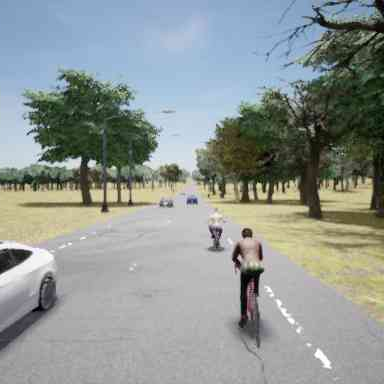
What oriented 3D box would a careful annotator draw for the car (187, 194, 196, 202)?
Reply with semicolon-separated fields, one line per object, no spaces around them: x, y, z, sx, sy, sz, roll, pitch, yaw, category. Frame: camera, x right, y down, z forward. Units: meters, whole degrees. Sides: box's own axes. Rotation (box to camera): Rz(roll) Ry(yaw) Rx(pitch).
-0.081;1.356;76.779;1.882;1.535;5.008;0;0;0;car

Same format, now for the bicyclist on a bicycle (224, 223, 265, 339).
0.957;1.444;5.608;0.582;1.620;1.656;0;0;0;bicyclist on a bicycle

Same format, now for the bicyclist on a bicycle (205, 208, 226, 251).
0.944;1.415;13.058;0.866;1.612;1.509;0;1;0;bicyclist on a bicycle

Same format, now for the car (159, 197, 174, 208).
-3.642;1.445;47.838;2.128;1.511;4.902;0;0;0;car

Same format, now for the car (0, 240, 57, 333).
-3.591;1.517;4.942;1.812;1.442;4.674;0;0;0;car

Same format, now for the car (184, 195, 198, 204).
0.037;1.417;60.435;1.882;1.535;5.008;0;0;0;car
